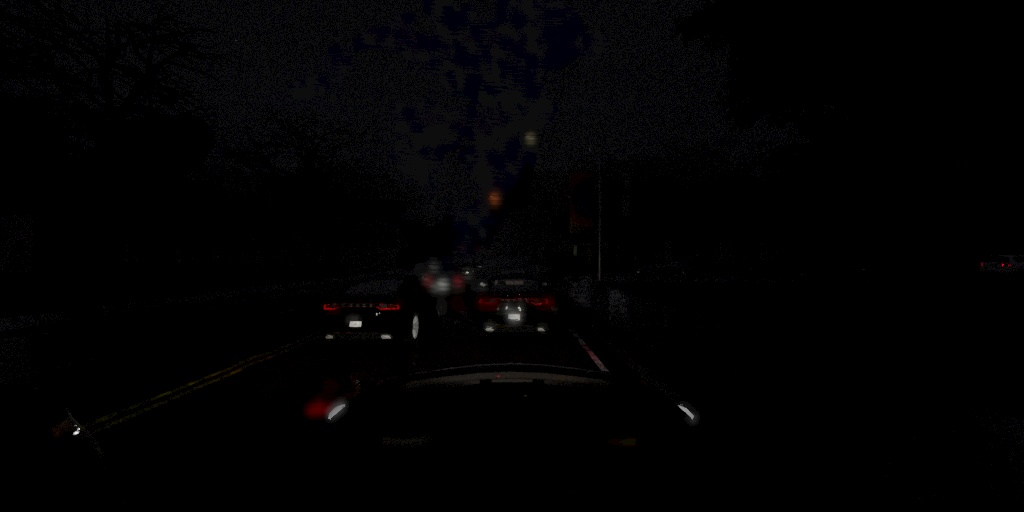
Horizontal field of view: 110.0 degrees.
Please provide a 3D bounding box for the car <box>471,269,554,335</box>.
[{"bbox_3d":[0.080,1.229,10.492,1.882,1.535,5.008,0,0,0],"label":"car"}]

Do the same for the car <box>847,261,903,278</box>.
[{"bbox_3d":[34.222,1.197,33.446,5.008,1.535,1.882,0,0,0],"label":"car"}]

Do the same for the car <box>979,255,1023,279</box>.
[{"bbox_3d":[43.540,0.939,30.554,5.566,2.045,2.150,0,0,0],"label":"car"}]

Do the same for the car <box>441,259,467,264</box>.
[{"bbox_3d":[-6.662,1.275,41.205,1.837,1.490,4.892,0,0,0],"label":"car"}]

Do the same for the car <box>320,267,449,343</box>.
[{"bbox_3d":[-3.169,1.228,9.744,1.882,1.535,5.008,0,0,0],"label":"car"}]

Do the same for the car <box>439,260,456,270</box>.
[{"bbox_3d":[-9.929,1.309,55.857,1.812,1.442,4.674,0,0,0],"label":"car"}]

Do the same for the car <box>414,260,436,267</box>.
[{"bbox_3d":[-9.912,1.262,41.272,2.128,1.511,4.902,0,0,0],"label":"car"}]

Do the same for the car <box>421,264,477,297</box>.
[{"bbox_3d":[-3.200,1.318,18.682,1.994,1.385,4.181,0,0,0],"label":"car"}]

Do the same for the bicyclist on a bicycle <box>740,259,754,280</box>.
[{"bbox_3d":[18.086,1.038,27.588,0.582,1.620,1.656,0,0,0],"label":"bicyclist on a bicycle"}]

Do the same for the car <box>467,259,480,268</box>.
[{"bbox_3d":[-6.675,1.312,57.989,1.812,1.442,4.674,0,0,0],"label":"car"}]

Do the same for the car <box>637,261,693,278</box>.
[{"bbox_3d":[14.242,1.230,33.444,4.902,1.511,2.128,0,0,0],"label":"car"}]
